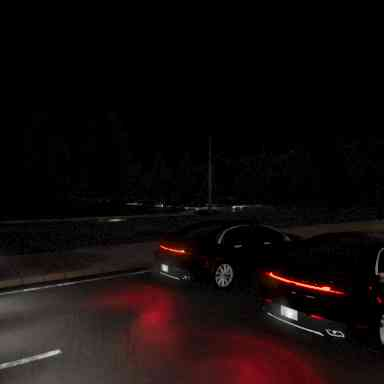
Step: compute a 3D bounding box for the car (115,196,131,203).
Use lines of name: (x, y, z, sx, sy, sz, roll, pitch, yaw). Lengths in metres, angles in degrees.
car: (-14.425, 1.491, 66.768, 2.128, 1.511, 4.902, 0, 0, -35)

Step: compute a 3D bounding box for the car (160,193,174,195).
car: (-5.753, 1.504, 60.393, 1.837, 1.490, 4.892, 0, 0, -35)

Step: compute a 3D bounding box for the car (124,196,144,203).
car: (-12.231, 1.538, 69.759, 2.033, 1.411, 5.357, 0, 0, -35)

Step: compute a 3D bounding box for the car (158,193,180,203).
car: (-5.047, 1.225, 71.707, 2.150, 2.045, 5.566, 0, 0, -35)

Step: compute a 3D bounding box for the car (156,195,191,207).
car: (-2.854, 1.547, 50.121, 2.033, 1.411, 5.357, 0, 0, -35)

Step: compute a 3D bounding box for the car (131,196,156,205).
car: (-8.346, 1.601, 57.983, 1.895, 1.301, 4.718, 0, 0, -35)

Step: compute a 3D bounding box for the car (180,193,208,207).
car: (-0.090, 1.221, 52.259, 2.150, 2.045, 5.566, 0, 0, -36)

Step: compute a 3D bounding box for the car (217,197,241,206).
car: (6.138, 1.526, 55.621, 1.812, 1.442, 4.674, 0, 0, -35)

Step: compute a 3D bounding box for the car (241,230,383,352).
car: (3.390, 1.505, 6.217, 4.892, 1.490, 1.837, 0, 0, -35)

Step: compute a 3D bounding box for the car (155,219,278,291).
car: (1.358, 1.505, 9.066, 4.892, 1.490, 1.837, 0, 0, -35)

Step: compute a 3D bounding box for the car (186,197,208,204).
car: (0.923, 1.601, 63.083, 1.895, 1.301, 4.718, 0, 0, -35)
